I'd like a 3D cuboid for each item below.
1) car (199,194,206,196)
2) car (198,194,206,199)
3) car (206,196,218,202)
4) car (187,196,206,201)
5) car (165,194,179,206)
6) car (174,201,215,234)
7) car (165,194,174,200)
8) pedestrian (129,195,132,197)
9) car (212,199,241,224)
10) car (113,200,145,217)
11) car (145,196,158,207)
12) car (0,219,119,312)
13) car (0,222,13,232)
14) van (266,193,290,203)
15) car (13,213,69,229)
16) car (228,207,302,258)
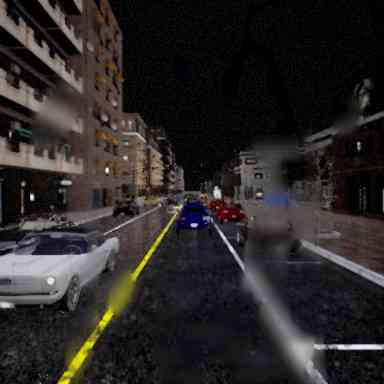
[{"bbox_3d":[2.704,1.082,78.902,1.967,1.590,4.097,0,0,0],"label":"car"},{"bbox_3d":[2.708,1.186,90.296,1.802,1.307,4.206,0,0,0],"label":"car"},{"bbox_3d":[2.694,1.366,35.037,1.887,1.381,4.507,0,0,0],"label":"car"},{"bbox_3d":[0.109,1.391,33.647,1.994,1.385,4.181,0,0,0],"label":"car"},{"bbox_3d":[-2.987,1.353,50.692,2.033,1.411,5.357,0,0,0],"label":"car"},{"bbox_3d":[0.104,1.427,18.340,1.812,1.442,4.674,0,0,0],"label":"car"},{"bbox_3d":[-5.674,1.173,84.589,2.008,1.369,4.403,0,0,0],"label":"car"},{"bbox_3d":[-12.613,0.748,68.318,0.375,1.860,0.375,0,1,0],"label":"pedestrian"},{"bbox_3d":[2.691,1.420,23.644,1.887,1.381,4.507,0,0,0],"label":"car"},{"bbox_3d":[-5.688,1.413,29.348,1.947,1.339,4.313,0,0,0],"label":"car"},{"bbox_3d":[-5.684,1.297,46.267,1.752,1.417,4.829,0,0,0],"label":"car"},{"bbox_3d":[-3.100,1.557,7.726,1.895,1.301,4.718,0,0,0],"label":"car"},{"bbox_3d":[-5.694,1.403,6.561,1.967,1.590,4.097,0,0,0],"label":"car"},{"bbox_3d":[14.673,1.134,57.193,3.998,1.788,1.690,0,1,0],"label":"van"},{"bbox_3d":[-5.692,1.483,12.258,2.008,1.369,4.403,0,0,0],"label":"car"},{"bbox_3d":[2.689,1.484,12.252,2.008,1.369,4.403,0,0,0],"label":"car"}]
